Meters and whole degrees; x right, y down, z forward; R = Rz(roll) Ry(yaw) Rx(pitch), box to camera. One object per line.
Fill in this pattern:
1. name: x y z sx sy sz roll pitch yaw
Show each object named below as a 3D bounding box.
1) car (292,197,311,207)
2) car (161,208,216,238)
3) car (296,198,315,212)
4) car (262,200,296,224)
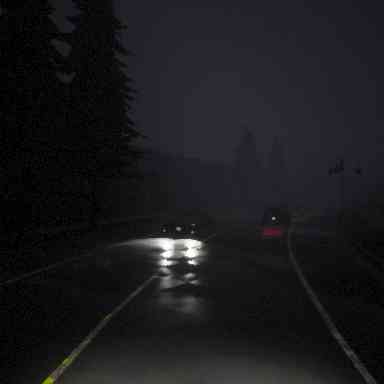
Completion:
1. car: 18.106 1.654 54.878 1.812 1.442 4.674 0 0 35
2. car: -0.058 1.570 17.761 1.994 1.385 4.181 0 0 18
3. car: 14.026 1.700 41.247 1.895 1.301 4.718 0 0 29
4. car: 6.501 1.555 25.165 1.837 1.490 4.892 0 0 21
